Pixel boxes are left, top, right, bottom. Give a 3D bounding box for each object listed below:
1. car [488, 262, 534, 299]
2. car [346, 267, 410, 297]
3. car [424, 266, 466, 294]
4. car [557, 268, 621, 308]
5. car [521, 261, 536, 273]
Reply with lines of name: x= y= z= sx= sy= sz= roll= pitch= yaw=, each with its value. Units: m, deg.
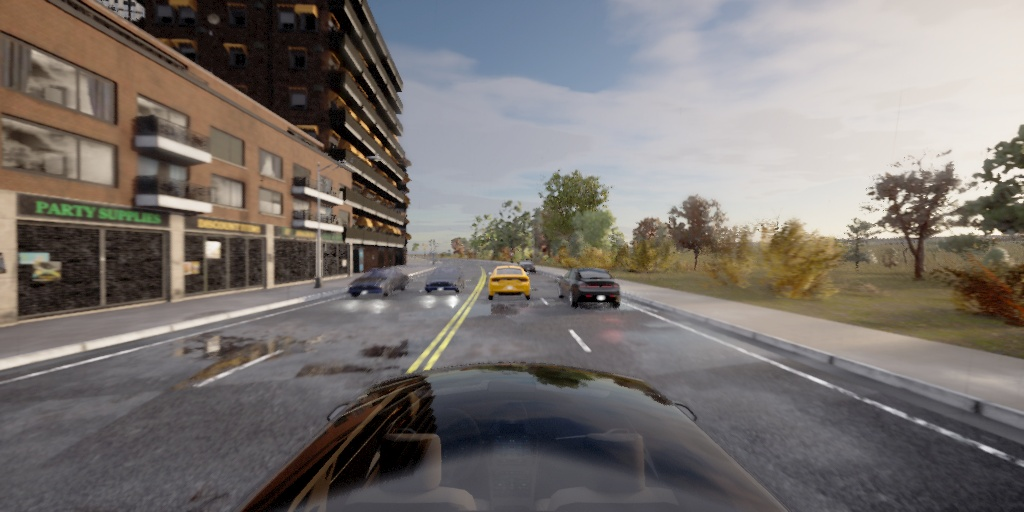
car: x=-0.182 y=1.233 z=18.152 sx=1.882 sy=1.535 sz=5.008 roll=0 pitch=0 yaw=-2
car: x=-6.933 y=1.322 z=19.279 sx=2.033 sy=1.411 sz=5.357 roll=0 pitch=0 yaw=-2
car: x=-3.745 y=1.313 z=20.949 sx=2.033 sy=1.411 sz=5.357 roll=0 pitch=0 yaw=-2
car: x=3.144 y=1.252 z=15.333 sx=1.837 sy=1.490 sz=4.892 roll=0 pitch=0 yaw=-2
car: x=1.650 y=1.269 z=42.422 sx=1.812 sy=1.442 sz=4.674 roll=0 pitch=0 yaw=-5
